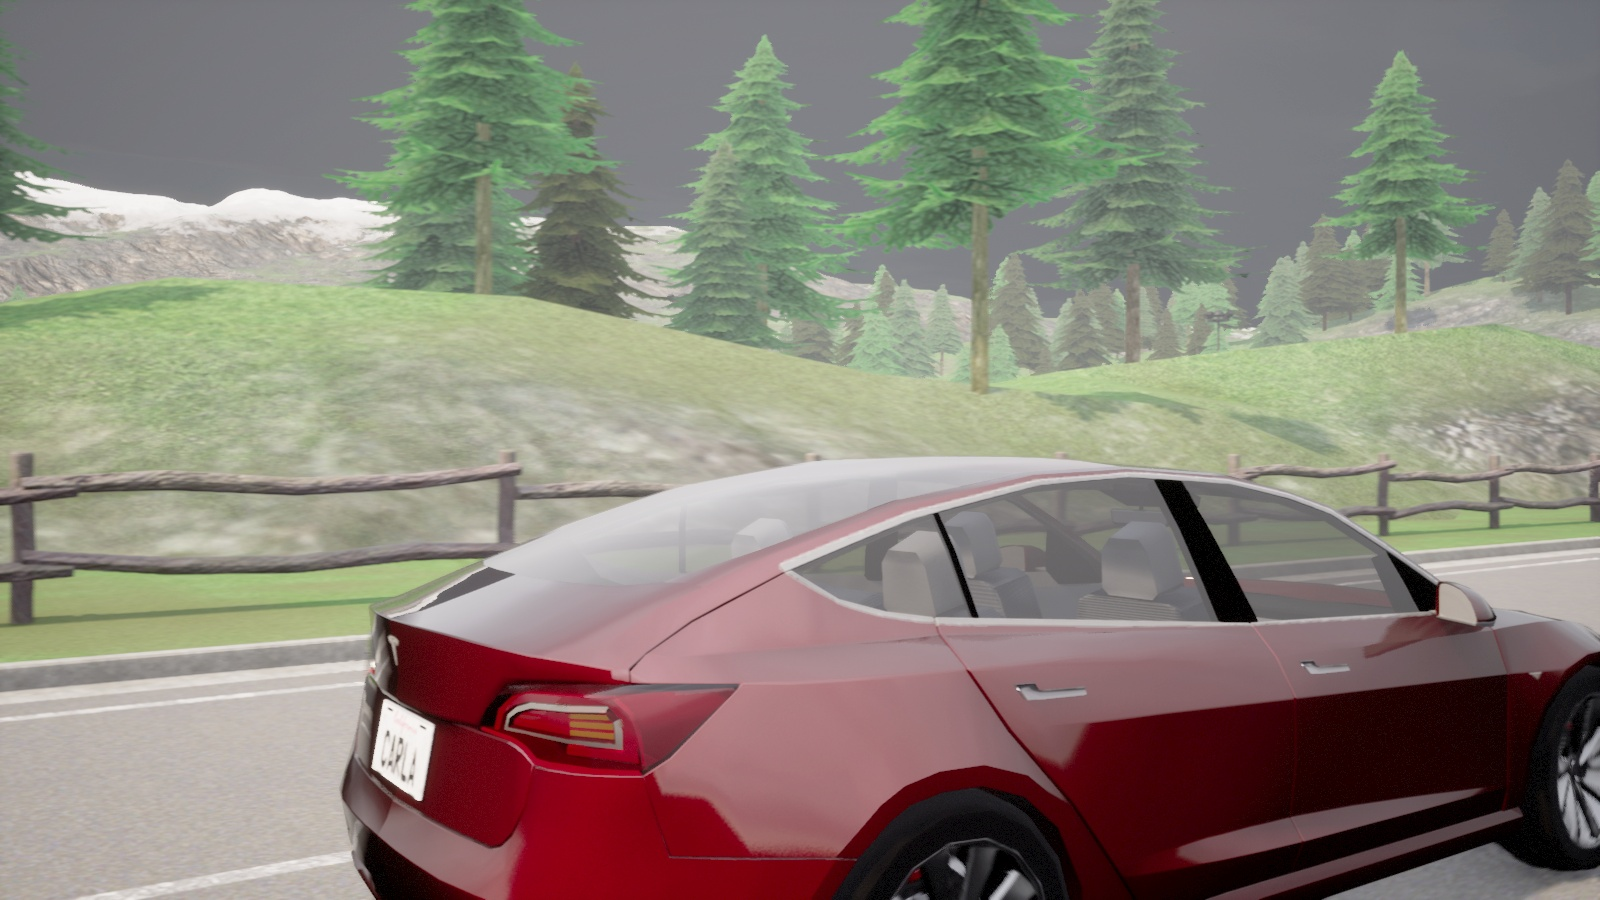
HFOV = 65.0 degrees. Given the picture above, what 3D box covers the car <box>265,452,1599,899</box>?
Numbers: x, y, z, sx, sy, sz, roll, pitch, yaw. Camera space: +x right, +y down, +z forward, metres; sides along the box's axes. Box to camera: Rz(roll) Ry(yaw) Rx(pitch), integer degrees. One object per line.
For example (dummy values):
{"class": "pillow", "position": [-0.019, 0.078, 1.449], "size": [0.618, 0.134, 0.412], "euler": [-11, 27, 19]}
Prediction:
{"class": "car", "position": [0.950, 0.753, 4.320], "size": [4.792, 1.488, 2.163], "euler": [0, 0, -35]}
